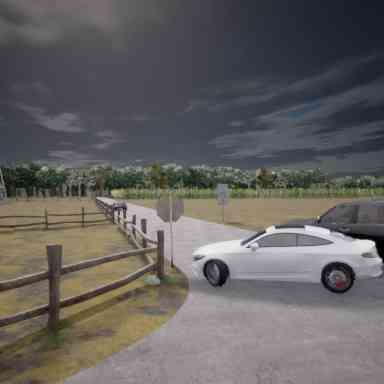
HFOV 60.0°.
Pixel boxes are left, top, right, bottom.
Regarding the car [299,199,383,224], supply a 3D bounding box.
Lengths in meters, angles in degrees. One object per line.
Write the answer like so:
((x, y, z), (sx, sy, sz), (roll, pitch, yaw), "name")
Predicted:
((5.103, 1.225, 9.799), (2.150, 2.045, 5.566), (-2, 0, -40), "car")

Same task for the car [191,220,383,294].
((2.299, 1.611, 8.704), (4.674, 1.442, 1.812), (-2, 0, 16), "car")

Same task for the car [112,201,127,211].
((-10.794, 1.978, 49.473), (2.033, 1.411, 5.357), (-2, 0, -18), "car")
